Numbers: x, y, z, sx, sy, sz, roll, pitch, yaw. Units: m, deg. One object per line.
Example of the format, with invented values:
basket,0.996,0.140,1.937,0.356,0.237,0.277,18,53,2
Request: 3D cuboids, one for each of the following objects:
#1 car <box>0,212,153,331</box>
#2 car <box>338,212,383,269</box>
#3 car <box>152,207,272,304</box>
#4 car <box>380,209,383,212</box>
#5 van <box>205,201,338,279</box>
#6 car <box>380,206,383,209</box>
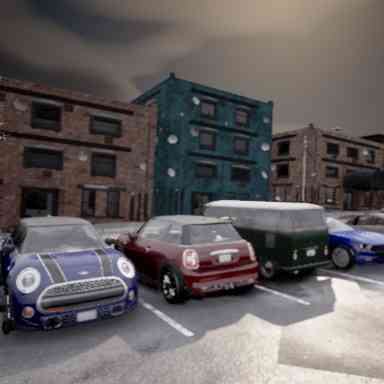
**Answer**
car,-2.859,1.377,7.174,2.185,1.767,4.553,0,0,-32
car,4.279,1.511,11.620,2.097,1.535,5.008,0,0,-32
car,-0.451,1.380,8.610,2.185,1.767,4.553,0,0,-32
car,6.641,1.543,13.130,2.163,1.488,4.792,0,0,-32
van,1.845,1.283,10.225,1.878,1.987,4.442,0,0,-32
car,9.016,1.546,14.619,2.163,1.488,4.792,0,0,-32
